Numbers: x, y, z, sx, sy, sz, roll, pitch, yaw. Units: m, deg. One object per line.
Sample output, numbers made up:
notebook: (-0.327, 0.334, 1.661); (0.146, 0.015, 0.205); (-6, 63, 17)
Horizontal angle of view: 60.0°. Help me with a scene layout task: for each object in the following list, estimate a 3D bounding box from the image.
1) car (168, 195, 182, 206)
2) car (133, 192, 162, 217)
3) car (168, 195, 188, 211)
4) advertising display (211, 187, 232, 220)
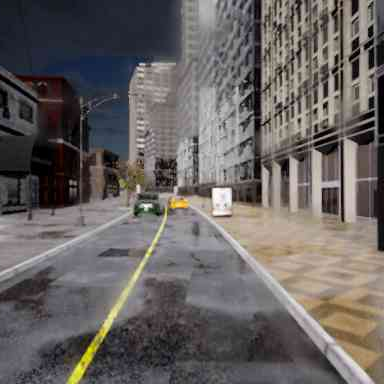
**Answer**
car: (-2.480, 1.211, 48.743); (1.812, 1.442, 4.674); (0, 1, -5)
car: (-3.791, 1.038, 29.127); (2.150, 2.045, 5.566); (0, 0, -3)
car: (-1.483, 1.238, 37.635); (1.882, 1.535, 5.008); (0, 1, -4)
advertising display: (2.288, 0.868, 25.470); (1.540, 2.440, 0.280); (-1, 0, -3)
